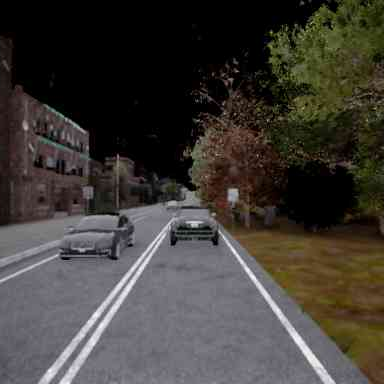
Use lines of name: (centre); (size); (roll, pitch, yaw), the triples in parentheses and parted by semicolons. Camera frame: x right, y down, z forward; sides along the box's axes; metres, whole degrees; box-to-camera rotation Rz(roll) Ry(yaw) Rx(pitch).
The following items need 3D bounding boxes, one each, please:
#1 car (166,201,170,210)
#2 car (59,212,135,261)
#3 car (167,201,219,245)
car: (-3.171, 2.196, 55.051); (1.812, 1.442, 4.674); (0, -1, 1)
car: (-3.344, 1.554, 12.564); (1.837, 1.490, 4.892); (0, 0, 0)
car: (0.108, 1.428, 16.017); (2.097, 1.767, 4.553); (0, 0, 0)
